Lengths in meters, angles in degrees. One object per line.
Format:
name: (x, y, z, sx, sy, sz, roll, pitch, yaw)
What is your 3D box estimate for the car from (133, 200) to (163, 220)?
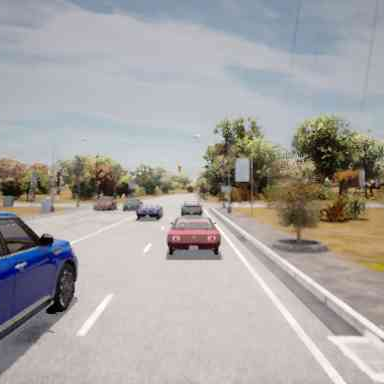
car: (-3.520, 1.617, 28.502, 1.895, 1.301, 4.718, 0, 0, 0)

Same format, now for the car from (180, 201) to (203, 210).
car: (-0.024, 1.507, 29.493, 2.128, 1.511, 4.902, 0, 0, 0)

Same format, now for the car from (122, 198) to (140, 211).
car: (-7.192, 1.532, 40.541, 1.837, 1.490, 4.892, 0, -1, 0)

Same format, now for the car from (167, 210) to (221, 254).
car: (0.054, 1.608, 13.509, 1.895, 1.301, 4.718, 0, 0, 0)

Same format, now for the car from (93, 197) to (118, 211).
car: (-10.689, 1.375, 41.272, 2.097, 1.767, 4.553, 0, 0, 0)

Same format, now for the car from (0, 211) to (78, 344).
car: (-3.412, 1.225, 4.509, 2.150, 2.045, 5.566, 0, 0, 0)
